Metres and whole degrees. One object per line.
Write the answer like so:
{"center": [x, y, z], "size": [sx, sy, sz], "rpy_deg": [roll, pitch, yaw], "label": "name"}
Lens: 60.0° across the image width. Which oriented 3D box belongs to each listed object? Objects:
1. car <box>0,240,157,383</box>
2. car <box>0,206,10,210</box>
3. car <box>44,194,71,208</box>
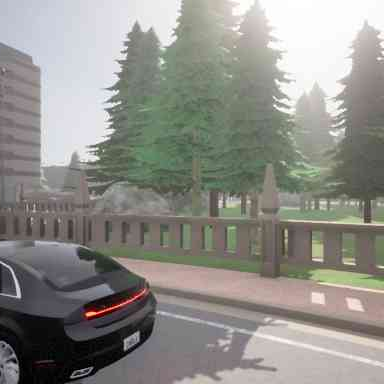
{"center": [-2.847, 1.505, 5.067], "size": [4.892, 1.490, 1.837], "rpy_deg": [0, 0, 28], "label": "car"}
{"center": [-23.248, 1.603, 37.259], "size": [2.033, 1.411, 5.357], "rpy_deg": [0, 0, 21], "label": "car"}
{"center": [-18.888, 1.279, 48.280], "size": [2.150, 2.045, 5.566], "rpy_deg": [0, 0, 21], "label": "car"}
